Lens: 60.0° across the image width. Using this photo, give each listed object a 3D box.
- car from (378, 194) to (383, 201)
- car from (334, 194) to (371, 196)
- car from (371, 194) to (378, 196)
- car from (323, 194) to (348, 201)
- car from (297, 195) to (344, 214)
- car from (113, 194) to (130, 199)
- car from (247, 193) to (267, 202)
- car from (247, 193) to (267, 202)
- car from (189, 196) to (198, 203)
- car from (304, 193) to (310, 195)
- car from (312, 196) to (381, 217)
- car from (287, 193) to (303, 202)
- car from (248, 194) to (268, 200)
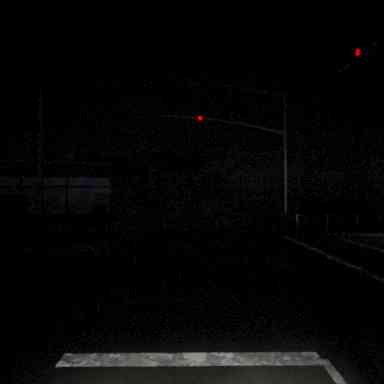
[{"bbox_3d":[38.731,1.130,62.674,5.027,1.636,2.152,0,0,0],"label":"car"},{"bbox_3d":[20.657,1.304,43.305,3.633,1.501,1.845,0,0,0],"label":"car"},{"bbox_3d":[38.387,1.207,69.091,3.806,1.475,1.970,0,0,0],"label":"car"},{"bbox_3d":[31.326,1.271,72.731,4.514,1.523,2.007,0,0,0],"label":"car"},{"bbox_3d":[13.021,1.319,31.435,5.027,1.636,2.152,0,0,0],"label":"car"},{"bbox_3d":[-19.389,1.300,91.627,4.674,1.442,1.812,0,0,0],"label":"car"},{"bbox_3d":[12.859,1.337,65.692,3.806,1.475,1.970,0,0,0],"label":"car"},{"bbox_3d":[13.459,1.052,69.018,3.866,1.878,1.905,0,0,0],"label":"car"},{"bbox_3d":[0.282,1.522,69.721,2.033,1.411,5.357,0,0,0],"label":"car"},{"bbox_3d":[20.667,1.279,53.298,4.514,1.523,2.007,0,0,0],"label":"car"},{"bbox_3d":[13.084,1.329,28.298,4.514,1.523,2.007,0,0,0],"label":"car"},{"bbox_3d":[21.338,1.073,65.757,4.605,1.855,1.932,0,0,0],"label":"car"},{"bbox_3d":[18.146,1.300,91.646,4.902,1.511,2.128,0,0,0],"label":"car"}]
